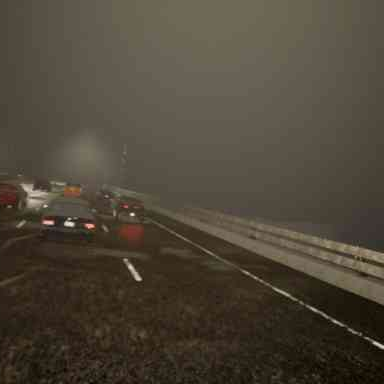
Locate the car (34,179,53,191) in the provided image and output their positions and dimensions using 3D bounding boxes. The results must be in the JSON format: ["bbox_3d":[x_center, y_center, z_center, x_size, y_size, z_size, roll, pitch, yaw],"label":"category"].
[{"bbox_3d":[-18.202,-0.816,40.770,1.882,1.535,5.008,7,0,-19],"label":"car"}]

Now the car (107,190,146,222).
[{"bbox_3d":[-4.237,0.955,21.713,1.837,1.490,4.892,7,0,-19],"label":"car"}]

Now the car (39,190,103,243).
[{"bbox_3d":[-4.691,0.945,12.775,2.033,1.411,5.357,7,0,-20],"label":"car"}]

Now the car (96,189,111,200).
[{"bbox_3d":[-9.729,0.327,37.357,1.994,1.385,4.181,7,0,-19],"label":"car"}]

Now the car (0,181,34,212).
[{"bbox_3d":[-10.615,0.129,19.045,1.882,1.535,5.008,7,0,-20],"label":"car"}]

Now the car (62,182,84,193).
[{"bbox_3d":[-12.980,-0.294,36.332,2.097,1.767,4.553,7,0,-19],"label":"car"}]
